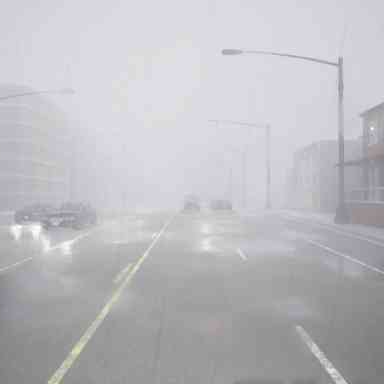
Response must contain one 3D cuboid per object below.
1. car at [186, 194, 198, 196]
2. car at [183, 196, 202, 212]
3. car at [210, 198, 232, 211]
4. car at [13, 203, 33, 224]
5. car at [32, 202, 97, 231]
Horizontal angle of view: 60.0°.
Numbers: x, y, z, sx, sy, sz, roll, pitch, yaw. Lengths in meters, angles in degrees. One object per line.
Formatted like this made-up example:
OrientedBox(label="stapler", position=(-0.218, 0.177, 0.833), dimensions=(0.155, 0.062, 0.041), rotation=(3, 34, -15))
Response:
OrientedBox(label="car", position=(0.011, 1.380, 47.299), dimensions=(2.150, 2.045, 5.566), rotation=(0, -2, 1))
OrientedBox(label="car", position=(0.016, 1.440, 37.095), dimensions=(1.812, 1.442, 4.674), rotation=(0, -1, 1))
OrientedBox(label="car", position=(3.530, 1.502, 38.518), dimensions=(1.994, 1.385, 4.181), rotation=(0, -1, 0))
OrientedBox(label="car", position=(-10.550, 1.407, 23.177), dimensions=(1.994, 1.385, 4.181), rotation=(0, 0, 0))
OrientedBox(label="car", position=(-7.071, 1.363, 19.715), dimensions=(2.128, 1.511, 4.902), rotation=(0, 1, 0))
